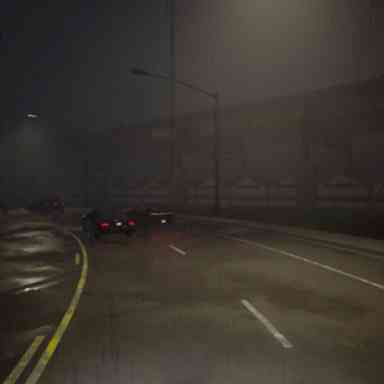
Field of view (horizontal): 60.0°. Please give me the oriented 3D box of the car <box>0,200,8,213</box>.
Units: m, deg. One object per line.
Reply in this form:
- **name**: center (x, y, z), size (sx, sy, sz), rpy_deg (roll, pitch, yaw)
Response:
- **car**: center (-21.380, 1.507, 35.640), size (4.674, 1.442, 1.812), rpy_deg (0, 0, 39)

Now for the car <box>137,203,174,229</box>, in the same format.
- **car**: center (-2.871, 1.466, 21.390), size (2.128, 1.511, 4.902), rpy_deg (0, 0, -30)

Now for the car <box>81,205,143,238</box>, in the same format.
- **car**: center (-4.545, 1.529, 17.599), size (2.033, 1.411, 5.357), rpy_deg (0, 0, -27)

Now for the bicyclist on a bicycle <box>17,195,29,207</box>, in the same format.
- **bicyclist on a bicycle**: center (-25.139, 1.344, 49.448), size (1.656, 1.620, 0.582), rpy_deg (-11, 9, -42)

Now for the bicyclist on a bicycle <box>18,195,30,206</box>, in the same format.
- **bicyclist on a bicycle**: center (-25.426, 1.267, 50.370), size (0.582, 1.620, 1.656), rpy_deg (0, 0, 12)

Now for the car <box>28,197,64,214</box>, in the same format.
- **car**: center (-15.590, 1.324, 35.377), size (4.553, 1.767, 2.097), rpy_deg (0, 0, 40)

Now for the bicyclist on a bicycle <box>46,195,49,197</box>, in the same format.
- **bicyclist on a bicycle**: center (-24.391, 1.257, 56.143), size (1.656, 1.620, 0.582), rpy_deg (0, 0, -7)
